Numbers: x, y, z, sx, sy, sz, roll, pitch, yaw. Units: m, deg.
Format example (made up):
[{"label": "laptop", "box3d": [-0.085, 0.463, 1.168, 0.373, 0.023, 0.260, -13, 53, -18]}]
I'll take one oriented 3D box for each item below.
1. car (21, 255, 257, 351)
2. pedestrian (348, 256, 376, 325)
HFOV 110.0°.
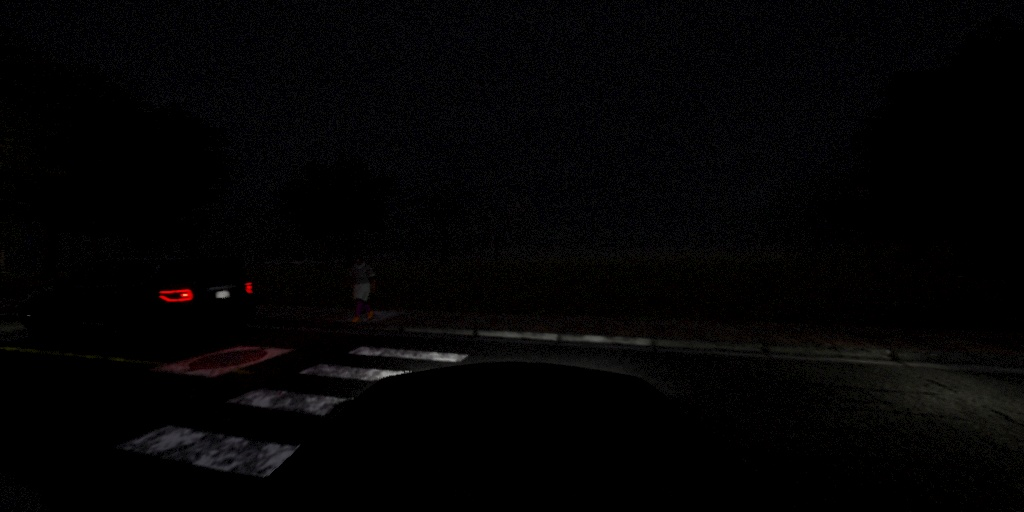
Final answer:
[{"label": "car", "box3d": [-9.288, 1.011, 9.047, 5.566, 2.045, 2.150, -1, 1, 15]}, {"label": "pedestrian", "box3d": [-4.029, 0.826, 9.612, 0.375, 1.860, 0.375, -1, 1, 15]}]
